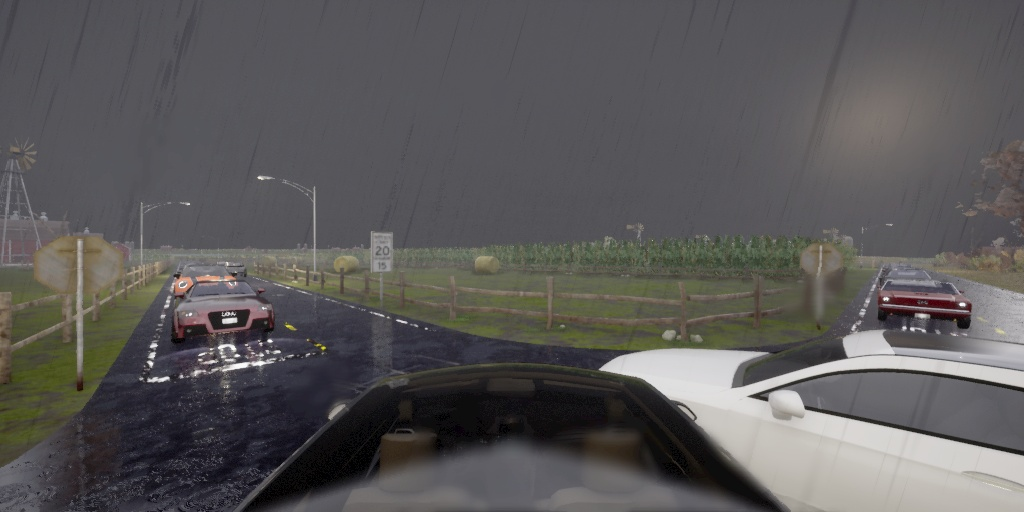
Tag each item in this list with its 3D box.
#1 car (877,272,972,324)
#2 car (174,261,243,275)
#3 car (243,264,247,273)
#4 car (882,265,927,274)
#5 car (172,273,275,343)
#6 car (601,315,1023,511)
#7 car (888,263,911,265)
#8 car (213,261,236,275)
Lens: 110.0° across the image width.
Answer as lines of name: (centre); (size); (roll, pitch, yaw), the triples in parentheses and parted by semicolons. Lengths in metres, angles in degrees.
car: (13.342, 1.401, 11.796); (4.718, 1.301, 1.895); (0, 1, -44)
car: (-13.967, 1.154, 16.380); (2.097, 1.767, 4.553); (0, 0, -43)
car: (-27.529, 1.314, 35.401); (2.128, 1.511, 4.902); (0, 0, -42)
car: (20.317, 1.369, 18.468); (5.357, 1.411, 2.033); (0, 1, -44)
car: (-8.091, 1.362, 9.987); (1.994, 1.385, 4.181); (0, 0, -43)
car: (2.805, 1.293, 2.569); (1.812, 1.442, 4.674); (0, 1, -45)
car: (26.973, 1.410, 24.828); (4.181, 1.385, 1.994); (0, 1, -44)
car: (-34.365, 1.343, 42.753); (1.837, 1.490, 4.892); (0, 0, -42)
